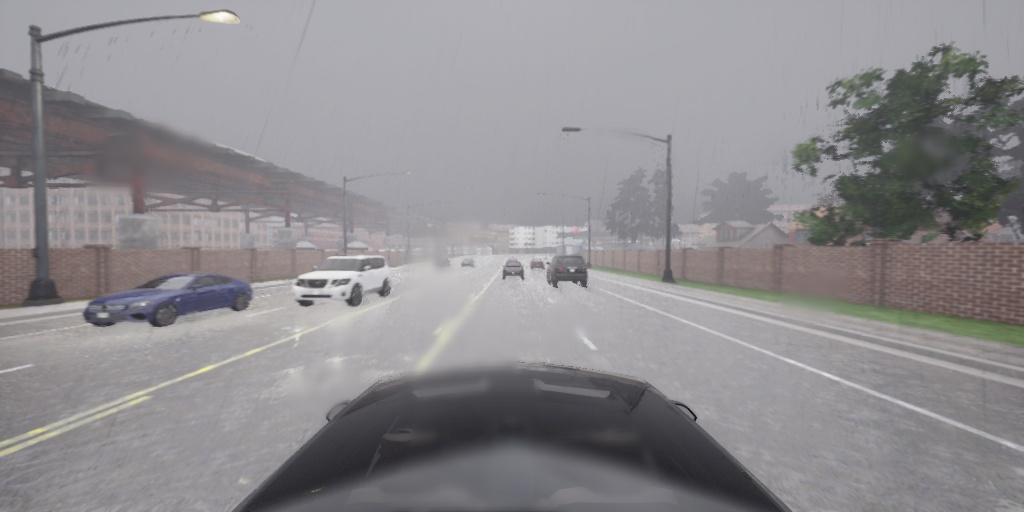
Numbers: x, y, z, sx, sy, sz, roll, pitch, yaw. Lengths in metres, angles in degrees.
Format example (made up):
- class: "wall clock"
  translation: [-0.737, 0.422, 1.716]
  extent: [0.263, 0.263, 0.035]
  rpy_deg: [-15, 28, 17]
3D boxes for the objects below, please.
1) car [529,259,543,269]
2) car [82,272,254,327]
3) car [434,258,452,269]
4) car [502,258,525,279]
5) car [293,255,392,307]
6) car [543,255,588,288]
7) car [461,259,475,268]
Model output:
- class: "car"
  translation: [3.620, 1.108, 52.525]
  extent: [1.882, 1.535, 5.008]
  rpy_deg: [0, 1, 0]
- class: "car"
  translation: [-10.592, 1.273, 11.617]
  extent: [1.812, 1.442, 4.674]
  rpy_deg: [0, 0, 0]
- class: "car"
  translation: [-10.504, 1.083, 54.793]
  extent: [1.882, 1.535, 5.008]
  rpy_deg: [0, 1, 1]
- class: "car"
  translation: [0.113, 1.227, 32.427]
  extent: [2.128, 1.511, 4.902]
  rpy_deg: [0, 0, 0]
- class: "car"
  translation: [-7.090, 0.966, 15.729]
  extent: [2.150, 2.045, 5.566]
  rpy_deg: [0, 0, 0]
- class: "car"
  translation: [3.609, 0.961, 24.136]
  extent: [2.150, 2.045, 5.566]
  rpy_deg: [0, 0, 0]
- class: "car"
  translation: [-6.997, 1.109, 57.648]
  extent: [2.033, 1.411, 5.357]
  rpy_deg: [0, 1, 1]
